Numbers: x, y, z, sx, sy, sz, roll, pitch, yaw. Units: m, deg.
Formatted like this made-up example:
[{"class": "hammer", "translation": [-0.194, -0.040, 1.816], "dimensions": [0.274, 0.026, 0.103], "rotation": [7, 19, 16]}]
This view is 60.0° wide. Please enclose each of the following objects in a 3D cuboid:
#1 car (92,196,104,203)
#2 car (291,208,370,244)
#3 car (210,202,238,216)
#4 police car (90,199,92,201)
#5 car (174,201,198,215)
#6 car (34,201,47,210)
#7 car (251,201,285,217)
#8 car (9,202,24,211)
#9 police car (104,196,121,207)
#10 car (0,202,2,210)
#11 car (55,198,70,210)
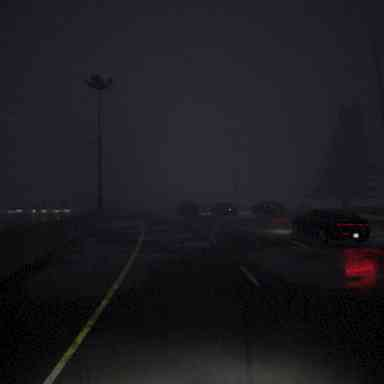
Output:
[{"class": "car", "translation": [-20.002, 1.927, 74.230], "dimensions": [2.150, 2.045, 5.566], "rotation": [-1, 0, -29]}, {"class": "car", "translation": [6.437, 1.526, 15.991], "dimensions": [1.837, 1.490, 4.892], "rotation": [0, 0, -6]}, {"class": "car", "translation": [3.330, 1.741, 35.159], "dimensions": [1.994, 1.385, 4.181], "rotation": [-1, 0, -13]}, {"class": "police car", "translation": [-23.143, 2.201, 79.631], "dimensions": [1.930, 1.638, 5.238], "rotation": [0, 0, -31]}, {"class": "car", "translation": [-0.690, 1.717, 37.377], "dimensions": [1.882, 1.535, 5.008], "rotation": [0, 0, -14]}, {"class": "car", "translation": [-25.042, 2.168, 54.967], "dimensions": [1.812, 1.442, 4.674], "rotation": [0, 0, -22]}, {"class": "car", "translation": [7.417, 1.605, 33.012], "dimensions": [2.128, 1.511, 4.902], "rotation": [0, 0, -12]}, {"class": "car", "translation": [-28.380, 2.255, 53.947], "dimensions": [2.033, 1.411, 5.357], "rotation": [-1, 0, -23]}, {"class": "police car", "translation": [-15.355, 2.016, 65.144], "dimensions": [1.930, 1.638, 5.238], "rotation": [-1, 0, -25]}, {"class": "car", "translation": [-32.743, 2.208, 55.136], "dimensions": [1.837, 1.490, 4.892], "rotation": [0, 0, -23]}, {"class": "car", "translation": [-21.274, 2.103, 54.985], "dimensions": [1.837, 1.490, 4.892], "rotation": [0, 0, -21]}]
